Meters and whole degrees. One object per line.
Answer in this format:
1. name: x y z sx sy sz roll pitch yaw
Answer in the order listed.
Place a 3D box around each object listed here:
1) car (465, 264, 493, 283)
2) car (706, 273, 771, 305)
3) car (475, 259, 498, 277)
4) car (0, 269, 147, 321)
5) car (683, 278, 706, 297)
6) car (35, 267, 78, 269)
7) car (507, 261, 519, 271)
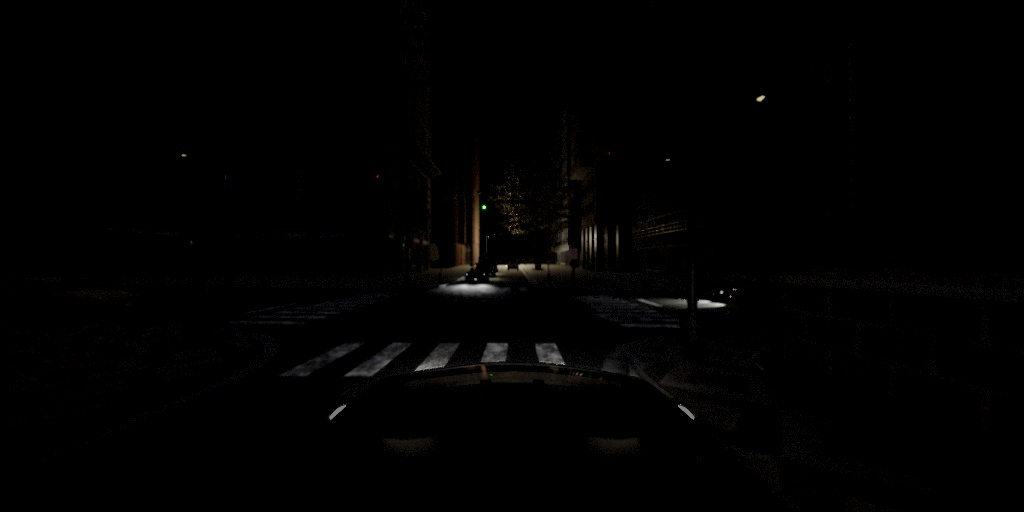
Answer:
1. car: -3.068 1.660 32.356 1.895 1.301 4.718 0 0 0
2. car: 12.178 1.594 17.435 4.181 1.385 1.994 0 -1 0
3. car: -3.060 1.340 42.174 2.150 2.045 5.566 0 0 -1
4. car: -14.930 1.272 11.754 4.829 1.417 1.751 0 0 0
5. car: 11.943 1.613 20.090 4.403 1.370 2.007 0 0 0
6. car: -26.291 1.298 20.359 4.313 1.339 1.948 0 0 0
7. car: 0.160 1.728 61.140 1.812 1.442 4.674 0 0 0
